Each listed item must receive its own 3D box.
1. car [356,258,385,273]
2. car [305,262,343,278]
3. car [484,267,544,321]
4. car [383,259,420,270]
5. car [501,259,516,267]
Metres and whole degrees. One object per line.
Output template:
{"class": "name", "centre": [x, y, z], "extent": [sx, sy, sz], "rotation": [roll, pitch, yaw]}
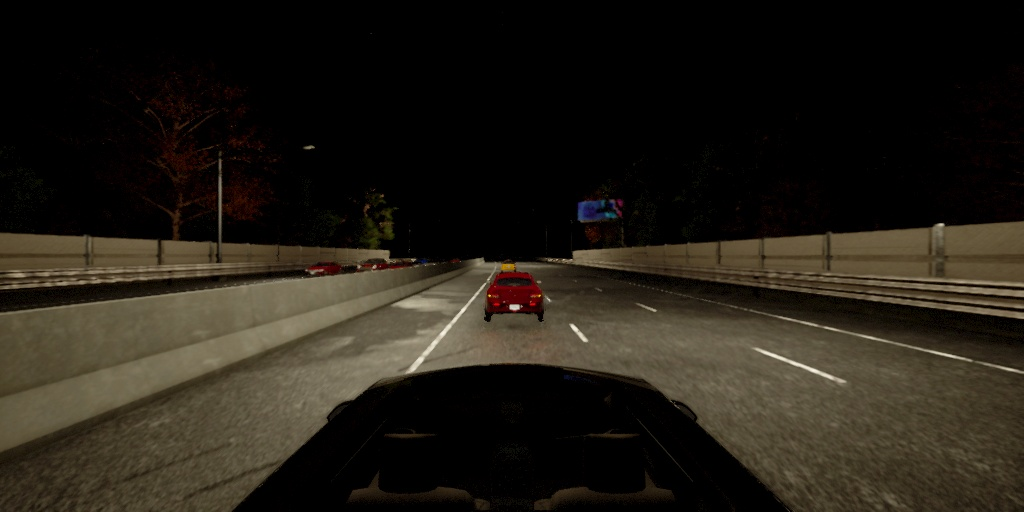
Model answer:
{"class": "car", "centre": [-14.482, 1.089, 37.545], "extent": [2.097, 1.767, 4.553], "rotation": [0, 0, -1]}
{"class": "car", "centre": [-17.925, 1.265, 34.454], "extent": [1.812, 1.442, 4.674], "rotation": [0, 0, -1]}
{"class": "car", "centre": [0.066, 1.271, 12.391], "extent": [1.812, 1.442, 4.674], "rotation": [0, 0, 0]}
{"class": "car", "centre": [-10.943, 1.262, 35.785], "extent": [1.812, 1.442, 4.674], "rotation": [0, 0, -1]}
{"class": "car", "centre": [-0.431, 1.186, 43.869], "extent": [1.801, 1.575, 5.366], "rotation": [0, 0, -1]}
